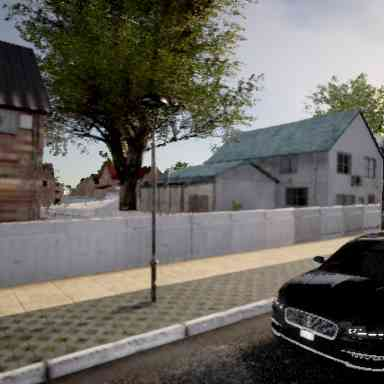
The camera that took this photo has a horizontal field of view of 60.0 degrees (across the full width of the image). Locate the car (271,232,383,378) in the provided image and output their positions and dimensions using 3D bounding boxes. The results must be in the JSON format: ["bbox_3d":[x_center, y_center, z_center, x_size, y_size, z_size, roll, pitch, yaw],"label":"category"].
[{"bbox_3d":[3.384,1.490,5.482,4.892,1.490,1.837,0,0,-35],"label":"car"}]
